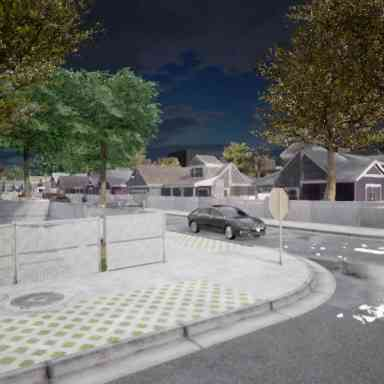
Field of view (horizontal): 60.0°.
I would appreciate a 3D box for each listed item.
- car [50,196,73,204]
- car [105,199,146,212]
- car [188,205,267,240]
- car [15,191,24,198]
[{"bbox_3d":[-16.813,1.257,42.707,1.882,1.535,5.008,0,0,-35],"label":"car"},{"bbox_3d":[-5.408,1.364,26.738,2.128,1.511,4.902,0,0,-36],"label":"car"},{"bbox_3d":[1.622,1.438,16.846,1.837,1.490,4.892,0,0,-33],"label":"car"},{"bbox_3d":[-40.738,0.808,80.775,2.150,2.045,5.566,0,0,-36],"label":"car"}]
